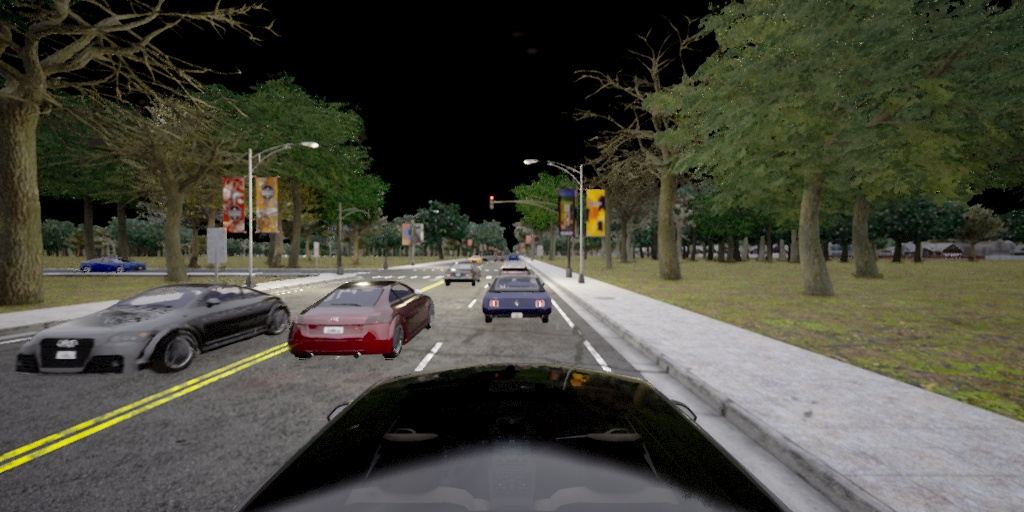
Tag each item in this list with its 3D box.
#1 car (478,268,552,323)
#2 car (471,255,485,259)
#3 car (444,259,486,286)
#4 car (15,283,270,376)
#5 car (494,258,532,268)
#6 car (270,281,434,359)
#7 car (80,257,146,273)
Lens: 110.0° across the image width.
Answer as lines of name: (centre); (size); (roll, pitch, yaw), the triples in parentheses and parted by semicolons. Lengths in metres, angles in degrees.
car: (0.146, 1.256, 11.634); (1.895, 1.301, 4.718); (0, 1, 0)
car: (-6.269, 0.674, 62.393); (1.882, 1.535, 5.008); (0, 0, 1)
car: (-3.051, 1.098, 22.897); (2.033, 1.411, 5.357); (0, 1, 0)
car: (-6.573, 1.262, 7.283); (1.994, 1.385, 4.181); (0, 0, 0)
car: (0.173, 1.053, 21.667); (2.128, 1.511, 4.902); (0, 1, 1)
car: (-3.117, 1.251, 8.259); (1.994, 1.385, 4.181); (0, 0, 0)
car: (-37.625, 0.890, 33.905); (5.008, 1.535, 1.882); (0, 0, 0)
